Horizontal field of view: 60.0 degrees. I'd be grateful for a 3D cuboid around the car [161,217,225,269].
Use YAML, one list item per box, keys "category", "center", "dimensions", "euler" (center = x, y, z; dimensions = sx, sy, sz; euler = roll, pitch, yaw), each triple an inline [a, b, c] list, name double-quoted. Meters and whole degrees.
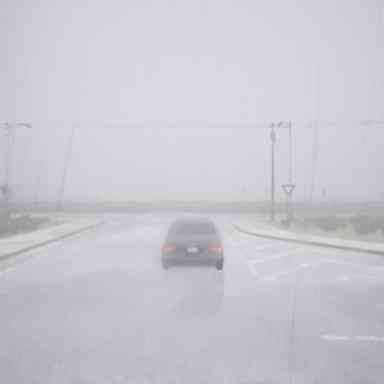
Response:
- category: "car"
  center: [0.042, 1.548, 11.130]
  dimensions: [2.033, 1.411, 5.357]
  euler: [0, 0, 1]
